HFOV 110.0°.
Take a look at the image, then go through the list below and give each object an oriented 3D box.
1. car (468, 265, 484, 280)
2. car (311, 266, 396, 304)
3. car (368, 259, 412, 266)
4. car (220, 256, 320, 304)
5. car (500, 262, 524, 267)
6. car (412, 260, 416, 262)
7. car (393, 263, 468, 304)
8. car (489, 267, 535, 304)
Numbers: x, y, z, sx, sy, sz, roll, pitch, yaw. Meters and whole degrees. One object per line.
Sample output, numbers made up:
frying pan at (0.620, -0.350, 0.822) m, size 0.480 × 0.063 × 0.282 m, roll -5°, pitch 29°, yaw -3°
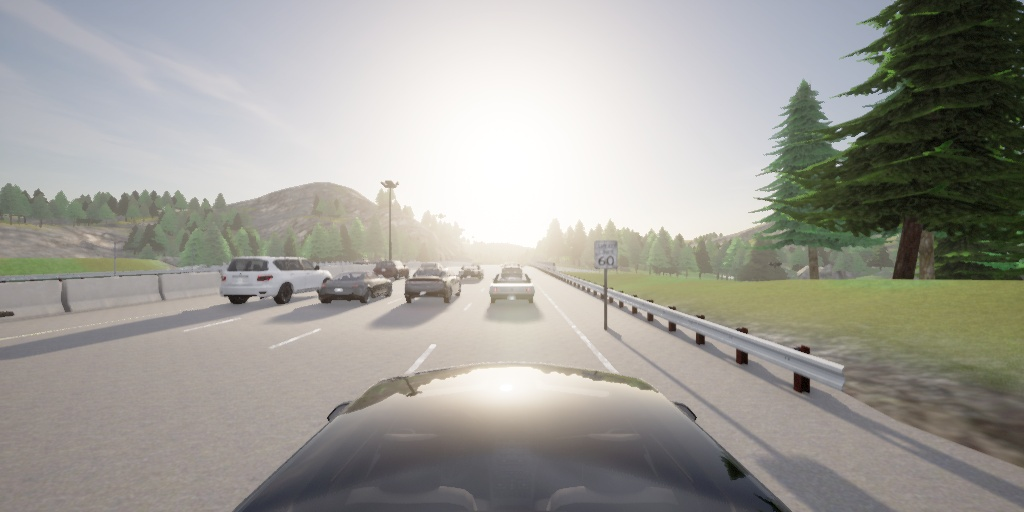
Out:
car at (-3.500, 1.412, 31.531) m, size 1.895 × 1.301 × 4.718 m, roll 0°, pitch 0°, yaw 0°
car at (-7.000, 1.345, 16.501) m, size 1.994 × 1.385 × 4.181 m, roll 0°, pitch 0°, yaw 0°
car at (-10.500, 1.161, 31.472) m, size 2.097 × 1.767 × 4.553 m, roll 0°, pitch 0°, yaw 0°
car at (-10.500, 1.033, 16.532) m, size 2.150 × 2.045 × 5.566 m, roll 0°, pitch 0°, yaw 0°
car at (0.000, 1.290, 31.501) m, size 2.128 × 1.511 × 4.902 m, roll 0°, pitch 0°, yaw 0°
car at (-7.000, 1.312, 31.501) m, size 1.837 × 1.490 × 4.892 m, roll 0°, pitch 0°, yaw 0°
car at (-3.501, 1.266, 16.502) m, size 2.128 × 1.511 × 4.902 m, roll 0°, pitch 0°, yaw 0°
car at (0.000, 1.384, 16.531) m, size 1.895 × 1.301 × 4.718 m, roll 0°, pitch 0°, yaw 0°
